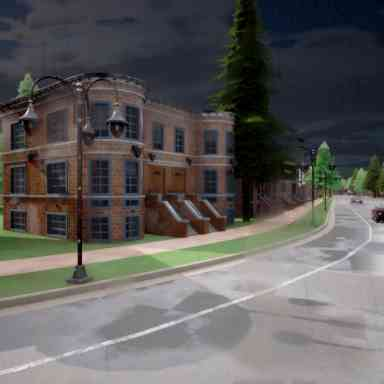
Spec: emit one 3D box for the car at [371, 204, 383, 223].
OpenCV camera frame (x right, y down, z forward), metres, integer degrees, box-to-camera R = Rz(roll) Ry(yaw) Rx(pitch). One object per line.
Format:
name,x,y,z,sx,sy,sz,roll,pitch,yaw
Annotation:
car,14.620,1.601,24.834,1.895,1.301,4.718,0,0,24

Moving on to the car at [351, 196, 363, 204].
car,30.683,1.521,61.890,2.128,1.511,4.902,0,0,23
